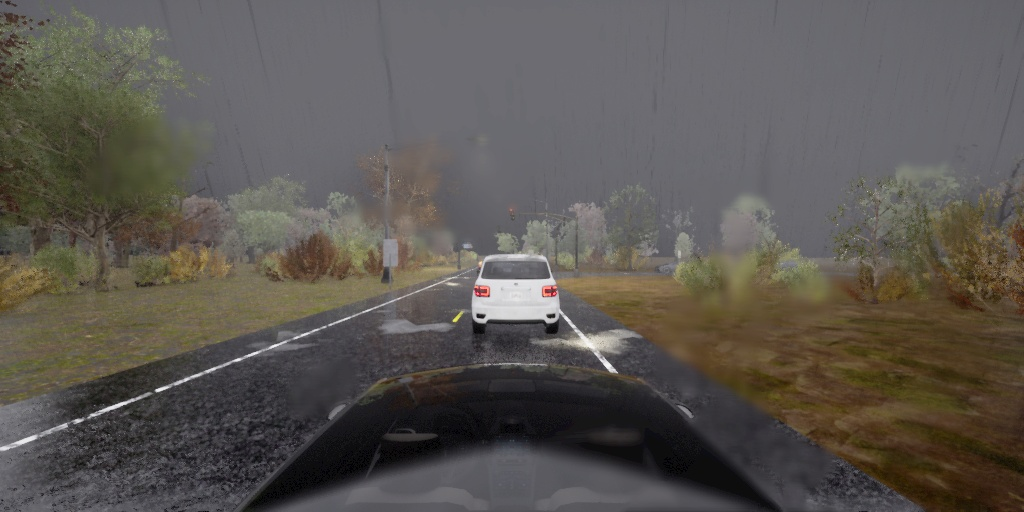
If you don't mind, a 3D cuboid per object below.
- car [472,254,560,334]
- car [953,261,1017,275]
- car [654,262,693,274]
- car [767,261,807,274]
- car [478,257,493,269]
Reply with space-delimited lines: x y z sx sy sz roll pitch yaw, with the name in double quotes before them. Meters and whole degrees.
"car" 0.086 0.971 10.753 2.150 2.045 5.566 0 0 0
"car" 49.064 1.279 37.129 4.902 1.511 2.128 0 0 5
"car" 18.805 1.327 41.627 4.181 1.385 1.994 0 0 1
"car" 31.582 1.298 41.322 4.674 1.442 1.812 -1 0 2
"car" -4.220 1.104 57.571 2.097 1.767 4.553 0 0 -2
